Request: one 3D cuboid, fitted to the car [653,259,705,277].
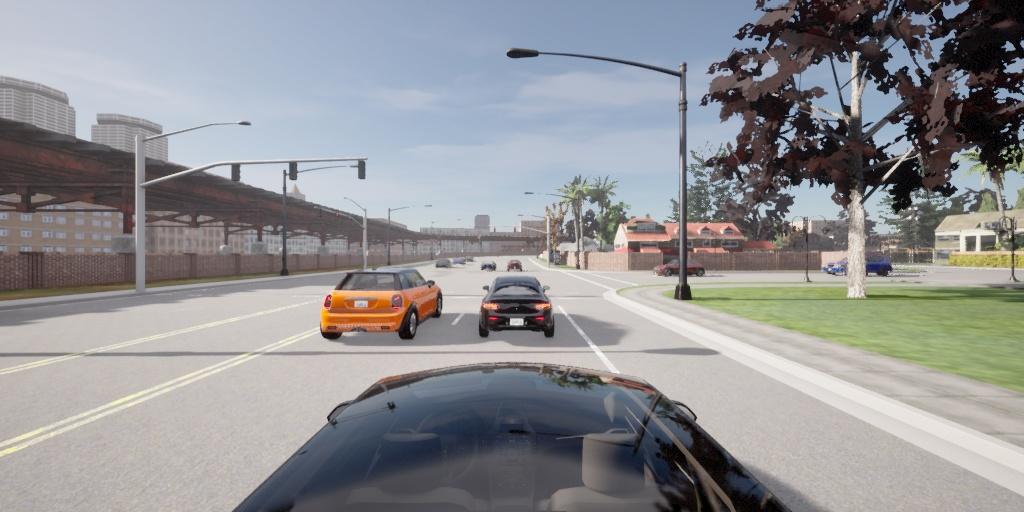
[{"bbox_3d":[16.275,1.103,35.104,4.553,1.767,2.097,0,0,-1],"label":"car"}]

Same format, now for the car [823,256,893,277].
[{"bbox_3d":[34.154,0.973,35.436,5.566,2.045,2.150,0,0,-1],"label":"car"}]

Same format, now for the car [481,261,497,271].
[{"bbox_3d":[-3.127,1.294,49.114,1.895,1.301,4.718,0,0,0],"label":"car"}]

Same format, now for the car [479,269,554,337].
[{"bbox_3d":[0.122,1.276,10.145,1.812,1.442,4.674,0,0,0],"label":"car"}]

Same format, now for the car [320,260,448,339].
[{"bbox_3d":[-3.376,1.102,10.198,2.097,1.767,4.553,0,0,1],"label":"car"}]

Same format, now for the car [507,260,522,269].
[{"bbox_3d":[0.367,1.225,48.073,1.812,1.442,4.674,0,0,0],"label":"car"}]

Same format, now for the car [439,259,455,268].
[{"bbox_3d":[-10.292,1.164,53.822,1.837,1.490,4.892,0,1,0],"label":"car"}]
